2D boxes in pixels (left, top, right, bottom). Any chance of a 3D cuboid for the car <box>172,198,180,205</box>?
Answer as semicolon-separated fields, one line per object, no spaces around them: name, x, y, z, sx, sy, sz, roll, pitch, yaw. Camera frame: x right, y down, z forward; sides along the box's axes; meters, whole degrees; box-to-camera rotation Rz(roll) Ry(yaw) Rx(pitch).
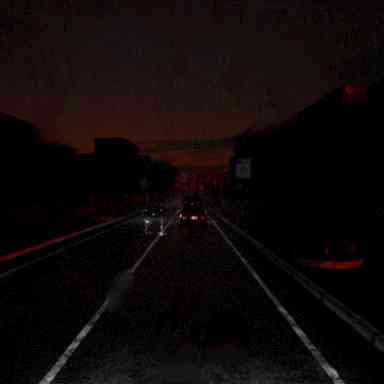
car;-3.448;2.014;73.684;1.812;1.442;4.674;0;-1;0

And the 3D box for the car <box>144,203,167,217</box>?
car;-3.574;1.796;33.190;1.895;1.301;4.718;0;0;0

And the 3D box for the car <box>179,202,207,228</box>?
car;0.076;1.677;23.101;2.033;1.411;5.357;0;0;0

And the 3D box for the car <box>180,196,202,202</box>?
car;0.003;1.473;40.692;2.150;2.045;5.566;0;0;0
